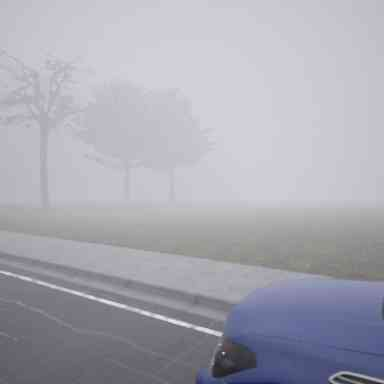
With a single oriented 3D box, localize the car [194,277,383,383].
[{"bbox_3d":[2.676,1.223,1.780,5.566,2.045,2.150,0,0,35],"label":"car"}]
